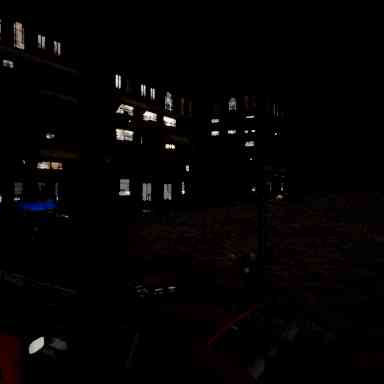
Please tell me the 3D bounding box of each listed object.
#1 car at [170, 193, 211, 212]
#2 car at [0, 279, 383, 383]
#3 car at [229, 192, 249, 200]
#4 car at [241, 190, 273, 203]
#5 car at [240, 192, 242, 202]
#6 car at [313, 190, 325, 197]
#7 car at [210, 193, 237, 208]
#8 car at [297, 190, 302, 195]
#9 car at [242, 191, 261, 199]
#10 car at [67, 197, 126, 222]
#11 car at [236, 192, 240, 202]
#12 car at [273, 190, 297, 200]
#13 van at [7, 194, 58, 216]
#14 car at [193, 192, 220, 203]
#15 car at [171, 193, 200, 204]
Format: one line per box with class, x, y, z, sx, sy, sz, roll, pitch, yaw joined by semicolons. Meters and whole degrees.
car;-0.350;1.133;32.880;1.887;1.381;4.507;2;2;35
car;-0.314;1.545;3.089;4.507;1.381;1.887;0;0;36
car;8.636;0.651;60.536;1.947;1.339;4.313;2;2;35
car;9.173;0.877;46.608;2.008;1.369;4.403;2;2;35
car;8.607;0.740;50.372;1.882;1.535;5.008;1;1;35
car;28.898;0.260;75.639;1.882;1.535;5.008;1;1;35
car;2.824;1.051;37.456;2.008;1.369;4.403;2;2;35
car;27.682;0.116;87.990;1.887;1.381;4.507;2;2;35
car;11.714;0.527;64.971;1.752;1.417;4.829;2;2;35
car;-6.698;1.329;23.730;1.947;1.339;4.313;2;2;35
car;4.979;0.866;50.643;1.895;1.301;4.718;1;1;35
car;15.619;0.676;55.899;1.752;1.417;4.829;2;2;35
van;-13.581;1.036;28.500;1.690;1.788;3.998;2;2;35
car;2.288;0.809;51.384;2.008;1.369;4.403;2;2;35
car;-0.886;0.911;46.809;1.947;1.339;4.313;2;2;35
